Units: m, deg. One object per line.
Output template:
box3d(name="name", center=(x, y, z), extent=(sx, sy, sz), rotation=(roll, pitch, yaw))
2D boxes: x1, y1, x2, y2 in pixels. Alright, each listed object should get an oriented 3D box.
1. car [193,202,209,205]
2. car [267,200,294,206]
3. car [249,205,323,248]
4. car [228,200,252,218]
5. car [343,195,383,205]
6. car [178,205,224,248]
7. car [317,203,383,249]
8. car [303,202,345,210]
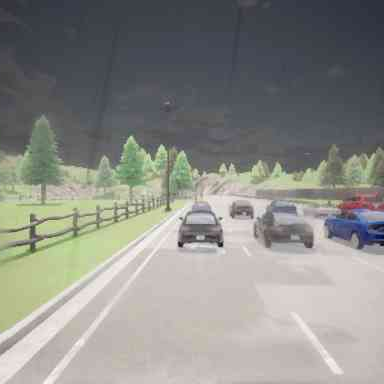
box3d(name="car", center=(0.838, 1.561, 29.663), extent=(2.033, 1.411, 5.357), rotation=(0, 0, 2))
box3d(name="car", center=(7.835, 1.482, 29.452), extent=(1.882, 1.535, 5.008), rotation=(0, 0, 2))
box3d(name="car", center=(3.884, 1.530, 14.565), extent=(1.812, 1.442, 4.674), rotation=(0, 0, 2))
box3d(name="car", center=(4.336, 1.514, 29.558), extent=(1.837, 1.490, 4.892), rotation=(0, 0, 2))
box3d(name="car", center=(14.833, 1.255, 29.271), extent=(2.150, 2.045, 5.566), rotation=(0, 0, 2))
box3d(name="car", center=(0.386, 1.530, 14.670), extent=(1.812, 1.442, 4.674), rotation=(0, 0, 2))
box3d(name="car", center=(7.382, 1.482, 14.459), extent=(1.882, 1.535, 5.008), rotation=(0, 0, 2))
box3d(name="car", center=(11.334, 1.614, 29.377), extent=(1.895, 1.301, 4.718), rotation=(0, 0, 2))
